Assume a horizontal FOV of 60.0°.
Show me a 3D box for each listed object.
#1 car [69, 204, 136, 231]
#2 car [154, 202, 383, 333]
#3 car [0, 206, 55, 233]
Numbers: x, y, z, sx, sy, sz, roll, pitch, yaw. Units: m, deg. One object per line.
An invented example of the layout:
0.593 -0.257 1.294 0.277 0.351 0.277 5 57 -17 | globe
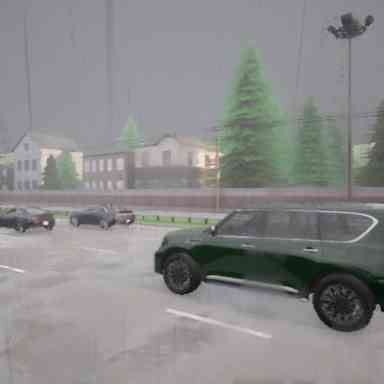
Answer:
-5.736 1.517 21.001 4.902 1.511 2.128 0 0 36 | car
1.748 1.225 7.047 5.566 2.045 2.150 0 0 36 | car
-9.956 1.556 19.696 4.674 1.442 1.812 0 0 35 | car
